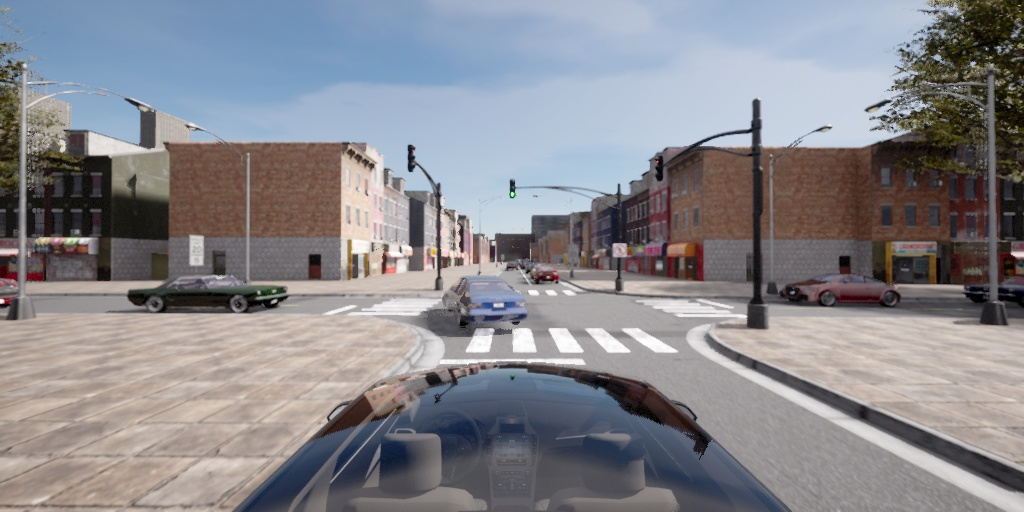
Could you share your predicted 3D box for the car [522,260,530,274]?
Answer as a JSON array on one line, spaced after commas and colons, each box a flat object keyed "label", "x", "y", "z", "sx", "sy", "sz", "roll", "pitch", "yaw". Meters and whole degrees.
[{"label": "car", "x": 2.647, "y": 1.561, "z": 45.373, "sx": 1.948, "sy": 1.339, "sz": 4.313, "roll": 0, "pitch": 0, "yaw": 0}]

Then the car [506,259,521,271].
[{"label": "car", "x": 0.012, "y": 1.593, "z": 57.643, "sx": 1.837, "sy": 1.490, "sz": 4.892, "roll": 0, "pitch": 0, "yaw": 0}]

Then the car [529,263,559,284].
[{"label": "car", "x": 2.643, "y": 1.431, "z": 28.336, "sx": 1.888, "sy": 1.381, "sz": 4.507, "roll": 0, "pitch": 0, "yaw": 0}]

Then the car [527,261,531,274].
[{"label": "car", "x": 2.644, "y": 1.445, "z": 34.185, "sx": 1.751, "sy": 1.417, "sz": 4.829, "roll": 0, "pitch": 0, "yaw": 0}]

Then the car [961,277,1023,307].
[{"label": "car", "x": 23.385, "y": 1.572, "z": 15.987, "sx": 4.718, "sy": 1.301, "sz": 1.895, "roll": 0, "pitch": 0, "yaw": 0}]

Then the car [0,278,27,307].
[{"label": "car", "x": -21.297, "y": 1.099, "z": 13.316, "sx": 4.553, "sy": 1.767, "sz": 2.097, "roll": 0, "pitch": 0, "yaw": 0}]

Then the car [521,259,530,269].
[{"label": "car", "x": 2.650, "y": 1.693, "z": 62.410, "sx": 1.948, "sy": 1.339, "sz": 4.313, "roll": 0, "pitch": 0, "yaw": 0}]

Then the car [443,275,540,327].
[{"label": "car", "x": -1.069, "y": 1.339, "z": 11.811, "sx": 2.033, "sy": 1.411, "sz": 5.357, "roll": 0, "pitch": 0, "yaw": -17}]

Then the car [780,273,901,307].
[{"label": "car", "x": 14.549, "y": 1.472, "z": 16.045, "sx": 4.181, "sy": 1.385, "sz": 1.994, "roll": 0, "pitch": 0, "yaw": 1}]

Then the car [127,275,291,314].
[{"label": "car", "x": -10.963, "y": 1.365, "z": 13.248, "sx": 4.718, "sy": 1.301, "sz": 1.895, "roll": 0, "pitch": 0, "yaw": 0}]
